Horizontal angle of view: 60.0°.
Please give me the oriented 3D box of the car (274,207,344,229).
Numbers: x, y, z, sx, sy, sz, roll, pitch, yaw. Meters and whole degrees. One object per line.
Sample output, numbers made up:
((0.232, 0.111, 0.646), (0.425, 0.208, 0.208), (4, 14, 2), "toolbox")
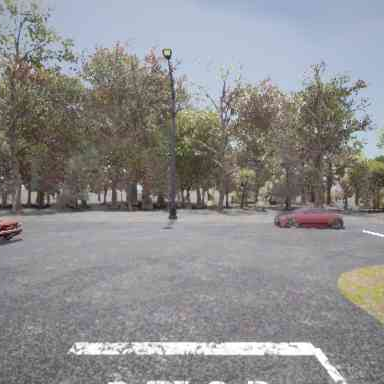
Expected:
((7.475, 1.656, 21.422), (4.181, 1.385, 1.994), (0, 0, 0), "car")

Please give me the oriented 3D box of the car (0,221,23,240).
((-10.063, 1.552, 14.529), (4.718, 1.301, 1.895), (1, 0, 1), "car")
